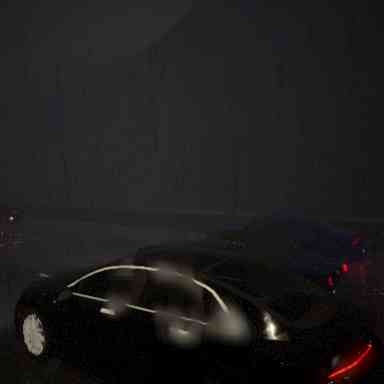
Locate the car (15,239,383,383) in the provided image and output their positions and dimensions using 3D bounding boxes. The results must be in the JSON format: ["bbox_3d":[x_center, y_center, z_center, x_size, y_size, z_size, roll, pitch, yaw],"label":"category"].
[{"bbox_3d":[-0.356,1.496,4.245,4.892,1.490,1.837,0,0,35],"label":"car"}]

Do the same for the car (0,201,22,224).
[{"bbox_3d":[-13.118,1.343,21.941,4.892,1.490,1.837,1,1,35],"label":"car"}]

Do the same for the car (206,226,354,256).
[{"bbox_3d":[0.905,1.589,7.644,4.718,1.301,1.895,0,0,35],"label":"car"}]

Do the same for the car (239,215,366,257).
[{"bbox_3d":[2.741,1.465,10.634,5.008,1.535,1.882,0,0,35],"label":"car"}]
